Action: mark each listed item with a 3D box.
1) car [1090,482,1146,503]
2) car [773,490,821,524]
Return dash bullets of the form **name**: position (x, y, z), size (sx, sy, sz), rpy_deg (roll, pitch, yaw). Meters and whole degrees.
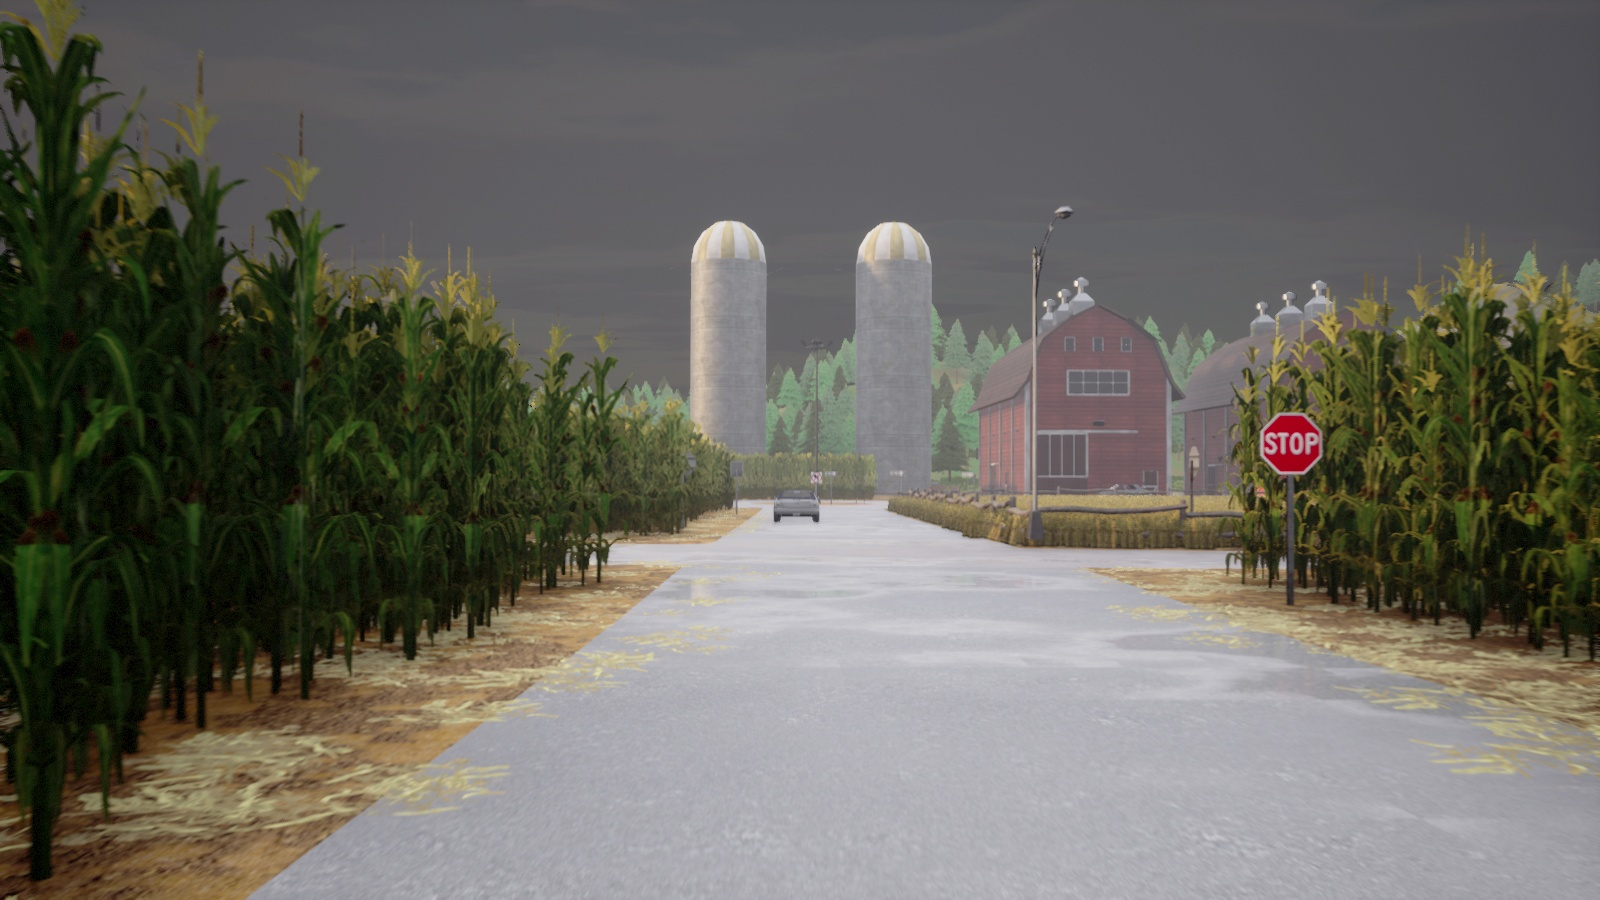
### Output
- **car**: position (23.745, 3.153, 93.898), size (3.633, 1.501, 1.845), rpy_deg (0, -1, -4)
- **car**: position (-0.123, 2.310, 51.638), size (1.895, 1.301, 4.718), rpy_deg (0, -2, 0)
